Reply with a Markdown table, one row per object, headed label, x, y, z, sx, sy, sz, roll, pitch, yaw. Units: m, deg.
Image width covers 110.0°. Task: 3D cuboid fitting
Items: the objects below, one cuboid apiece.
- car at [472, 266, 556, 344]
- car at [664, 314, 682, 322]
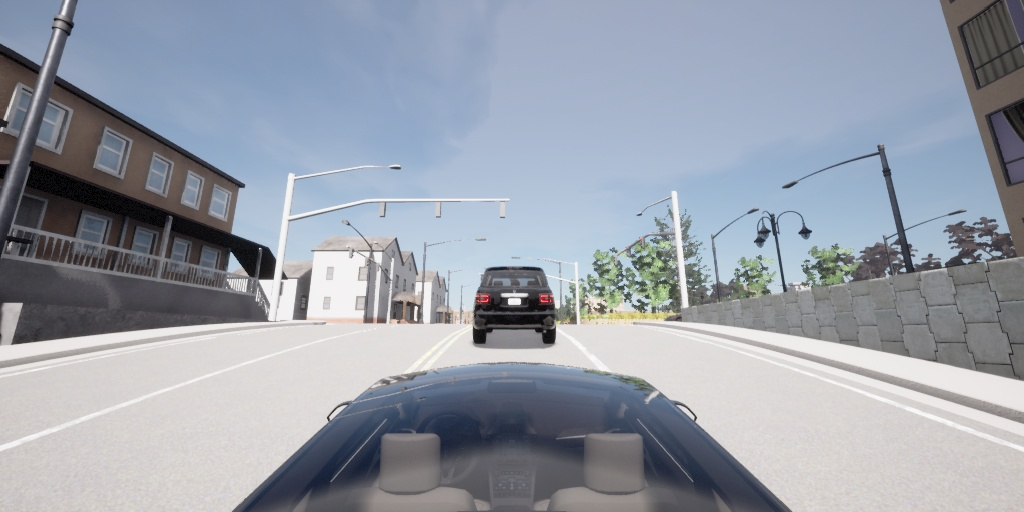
| label | x | y | z | sx | sy | sz | roll | pitch | yaw |
| --- | --- | --- | --- | --- | --- | --- | --- | --- | --- |
| car | 0.064 | 1.501 | 11.166 | 2.150 | 2.045 | 5.566 | 0 | -7 | 0 |
| car | 15.869 | 5.449 | 31.708 | 4.553 | 1.767 | 2.097 | 0 | -12 | 1 |
